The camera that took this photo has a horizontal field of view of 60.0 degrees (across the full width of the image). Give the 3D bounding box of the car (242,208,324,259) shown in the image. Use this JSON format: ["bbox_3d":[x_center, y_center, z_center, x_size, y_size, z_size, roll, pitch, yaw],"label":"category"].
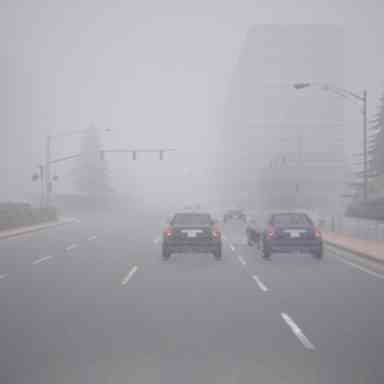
[{"bbox_3d":[3.512,1.499,13.413,2.097,1.767,4.553,0,-1,0],"label":"car"}]

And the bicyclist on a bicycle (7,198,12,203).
[{"bbox_3d":[-27.923,1.801,50.937,0.582,1.620,1.656,0,0,0],"label":"bicyclist on a bicycle"}]

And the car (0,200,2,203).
[{"bbox_3d":[-37.469,1.790,62.001,3.866,1.878,1.905,0,-1,0],"label":"car"}]

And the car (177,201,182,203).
[{"bbox_3d":[-0.002,1.805,28.488,2.128,1.511,4.902,0,0,0],"label":"car"}]

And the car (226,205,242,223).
[{"bbox_3d":[3.686,1.842,28.870,1.812,1.442,4.674,0,0,5],"label":"car"}]

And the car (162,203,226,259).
[{"bbox_3d":[0.012,1.499,13.410,2.097,1.767,4.553,0,-1,0],"label":"car"}]

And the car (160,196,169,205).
[{"bbox_3d":[-7.061,2.432,85.384,1.837,1.490,4.892,0,-1,0],"label":"car"}]

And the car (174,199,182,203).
[{"bbox_3d":[-3.561,2.484,85.386,1.994,1.385,4.181,0,-1,0],"label":"car"}]
